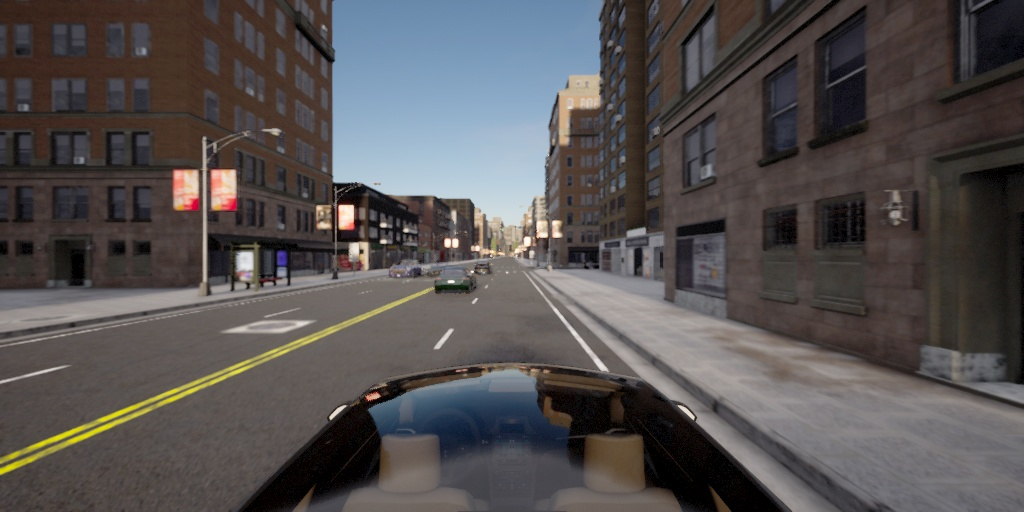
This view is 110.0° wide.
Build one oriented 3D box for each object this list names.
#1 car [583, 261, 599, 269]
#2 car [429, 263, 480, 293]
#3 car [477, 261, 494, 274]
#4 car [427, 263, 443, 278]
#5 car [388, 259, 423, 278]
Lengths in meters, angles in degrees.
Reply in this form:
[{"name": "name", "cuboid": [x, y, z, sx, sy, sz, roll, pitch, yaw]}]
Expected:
[{"name": "car", "cuboid": [12.296, 1.323, 51.140, 4.313, 1.339, 1.948, 0, 0, 0]}, {"name": "car", "cuboid": [-3.187, 1.317, 20.810, 1.994, 1.385, 4.181, 0, 0, 0]}, {"name": "car", "cuboid": [-3.231, 1.262, 40.674, 1.837, 1.490, 4.892, 0, 0, 0]}, {"name": "car", "cuboid": [-6.621, 1.325, 33.632, 1.994, 1.385, 4.181, 0, 0, 0]}, {"name": "car", "cuboid": [-9.873, 1.116, 33.470, 2.097, 1.767, 4.553, 0, 0, 0]}]
